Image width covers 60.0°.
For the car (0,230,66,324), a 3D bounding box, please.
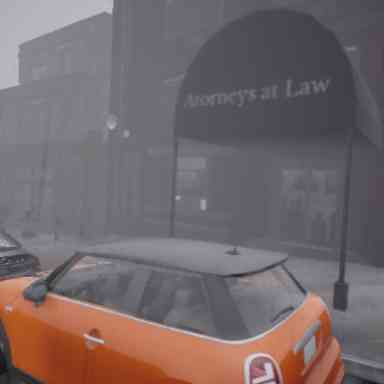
[{"bbox_3d":[-5.250,1.494,7.280,4.892,1.521,2.231,0,0,36],"label":"car"}]
